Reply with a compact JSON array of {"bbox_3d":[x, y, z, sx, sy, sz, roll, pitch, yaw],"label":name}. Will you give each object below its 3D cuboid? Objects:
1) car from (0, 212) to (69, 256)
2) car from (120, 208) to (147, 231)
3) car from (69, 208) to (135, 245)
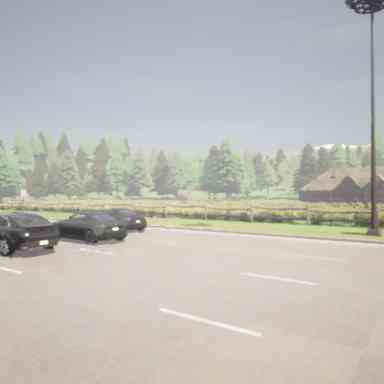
[{"bbox_3d":[-7.377,1.602,13.555,4.892,1.490,1.837,0,0,35],"label":"car"},{"bbox_3d":[-4.735,1.673,20.269,4.181,1.385,1.994,0,0,35],"label":"car"},{"bbox_3d":[-5.101,1.658,16.231,4.181,1.385,1.994,0,0,36],"label":"car"}]
